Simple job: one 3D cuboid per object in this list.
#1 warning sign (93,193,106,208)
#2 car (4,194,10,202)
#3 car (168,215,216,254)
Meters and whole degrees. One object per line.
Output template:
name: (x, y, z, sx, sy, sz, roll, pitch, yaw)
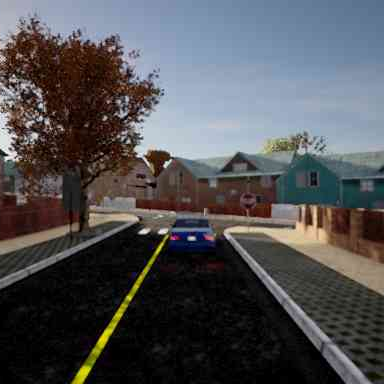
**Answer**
warning sign: (-12.317, 1.113, 44.269, 1.060, 1.860, 1.300, -1, 0, 32)
car: (-30.063, 0.997, 52.469, 4.718, 1.301, 1.895, 2, -1, 32)
car: (0.001, 1.684, 14.021, 2.033, 1.411, 5.357, 0, -1, 0)
